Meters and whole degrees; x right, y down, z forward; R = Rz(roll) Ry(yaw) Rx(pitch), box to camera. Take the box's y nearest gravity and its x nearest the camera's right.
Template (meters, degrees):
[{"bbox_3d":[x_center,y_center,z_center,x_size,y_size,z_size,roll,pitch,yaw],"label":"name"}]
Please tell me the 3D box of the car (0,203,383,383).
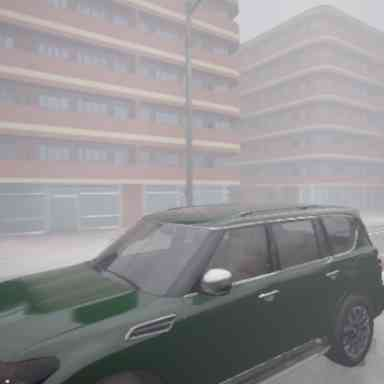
[{"bbox_3d":[0.235,1.205,4.168,5.566,2.045,2.150,-1,0,-36],"label":"car"}]
